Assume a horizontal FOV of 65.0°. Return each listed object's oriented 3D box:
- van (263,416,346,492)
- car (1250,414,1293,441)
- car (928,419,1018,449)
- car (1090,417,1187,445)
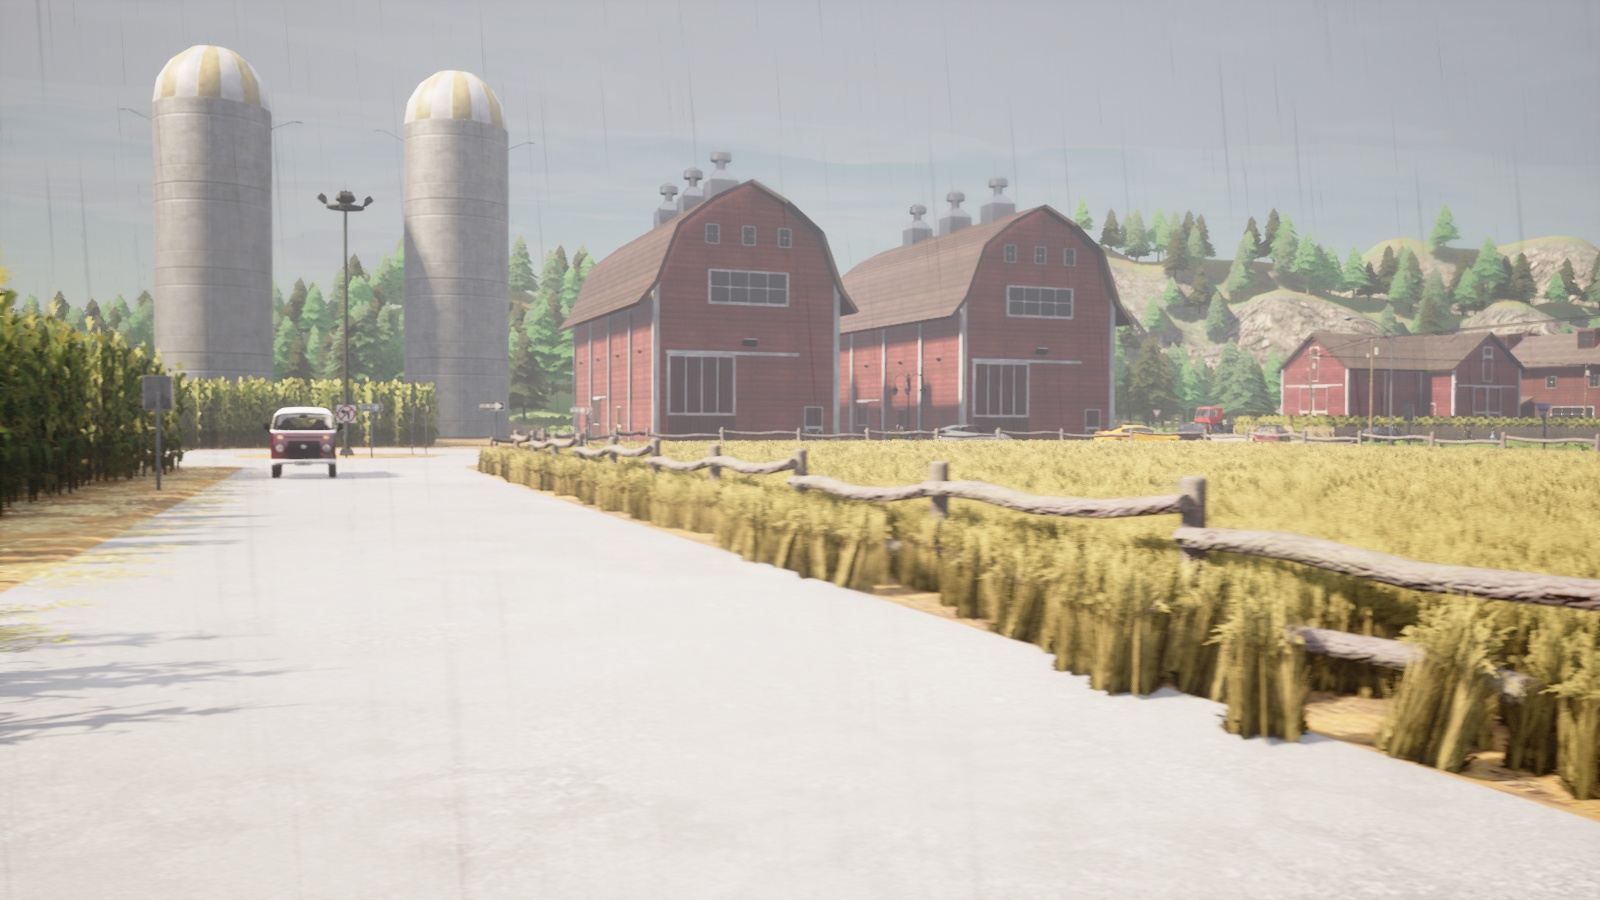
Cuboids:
[{"bbox_3d":[-14.414,0.074,36.607,2.069,2.038,4.480,-1,1,-21],"label":"van"},{"bbox_3d":[28.551,-1.379,75.995,1.789,1.549,3.705,0,2,31],"label":"car"},{"bbox_3d":[9.505,-0.892,69.016,4.514,1.525,2.007,-2,2,-24],"label":"car"},{"bbox_3d":[19.352,-1.097,71.850,5.008,1.535,1.882,-1,1,-3],"label":"car"}]
